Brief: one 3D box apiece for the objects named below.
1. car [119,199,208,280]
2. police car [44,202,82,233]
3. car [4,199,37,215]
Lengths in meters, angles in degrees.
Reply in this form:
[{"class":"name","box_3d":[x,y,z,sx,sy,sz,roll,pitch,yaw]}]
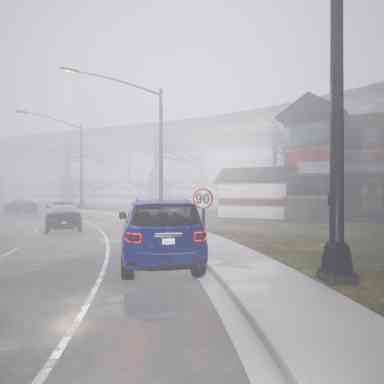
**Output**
[{"class":"car","box_3d":[-1.031,1.220,10.224,2.150,2.045,5.566,0,0,-11]},{"class":"police car","box_3d":[-7.767,1.425,19.991,1.930,1.638,5.238,0,0,-23]},{"class":"car","box_3d":[-17.719,1.477,34.268,5.008,1.535,1.882,0,0,45]}]
